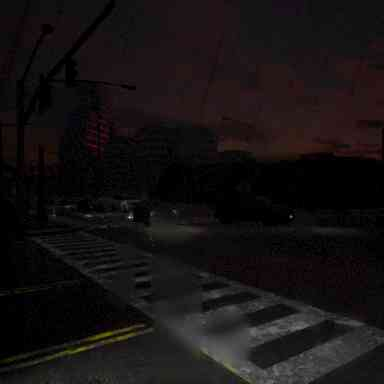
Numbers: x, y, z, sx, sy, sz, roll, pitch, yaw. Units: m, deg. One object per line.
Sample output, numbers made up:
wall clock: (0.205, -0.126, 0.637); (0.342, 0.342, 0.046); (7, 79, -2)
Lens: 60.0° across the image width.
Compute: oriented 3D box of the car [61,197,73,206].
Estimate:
car: (-20.371, 1.564, 55.281); (1.994, 1.385, 4.181); (0, 0, -35)

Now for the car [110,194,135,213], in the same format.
car: (-7.229, 1.221, 36.777); (2.150, 2.045, 5.566); (0, 0, -36)

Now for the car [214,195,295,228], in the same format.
car: (4.137, 1.224, 22.850); (5.566, 2.045, 2.150); (0, 0, 39)

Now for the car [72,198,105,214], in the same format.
car: (-11.030, 1.477, 36.071); (1.882, 1.535, 5.008); (0, 0, -35)

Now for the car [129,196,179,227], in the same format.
car: (-2.549, 1.351, 22.983); (2.097, 1.767, 4.553); (0, 0, -25)

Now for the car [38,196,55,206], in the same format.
car: (-23.677, 1.508, 53.903); (1.837, 1.490, 4.892); (0, 0, -35)
